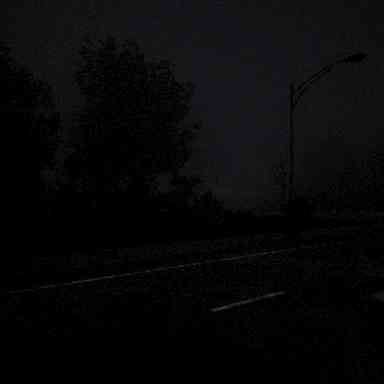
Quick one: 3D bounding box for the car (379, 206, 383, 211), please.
[{"bbox_3d":[24.164,1.685,37.475,2.033,1.411,5.357,0,-1,-32],"label":"car"}]
